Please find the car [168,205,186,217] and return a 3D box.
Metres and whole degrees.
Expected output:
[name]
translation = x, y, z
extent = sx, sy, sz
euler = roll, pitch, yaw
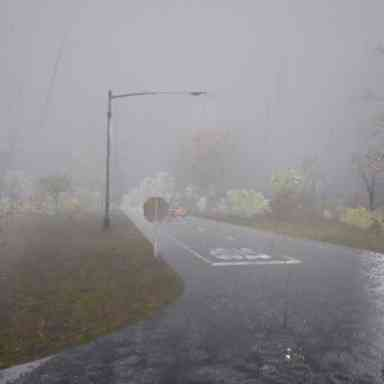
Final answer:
[car]
translation = -2.343, 2.714, 48.468
extent = 2.097, 1.767, 4.553
euler = 1, -2, -13
